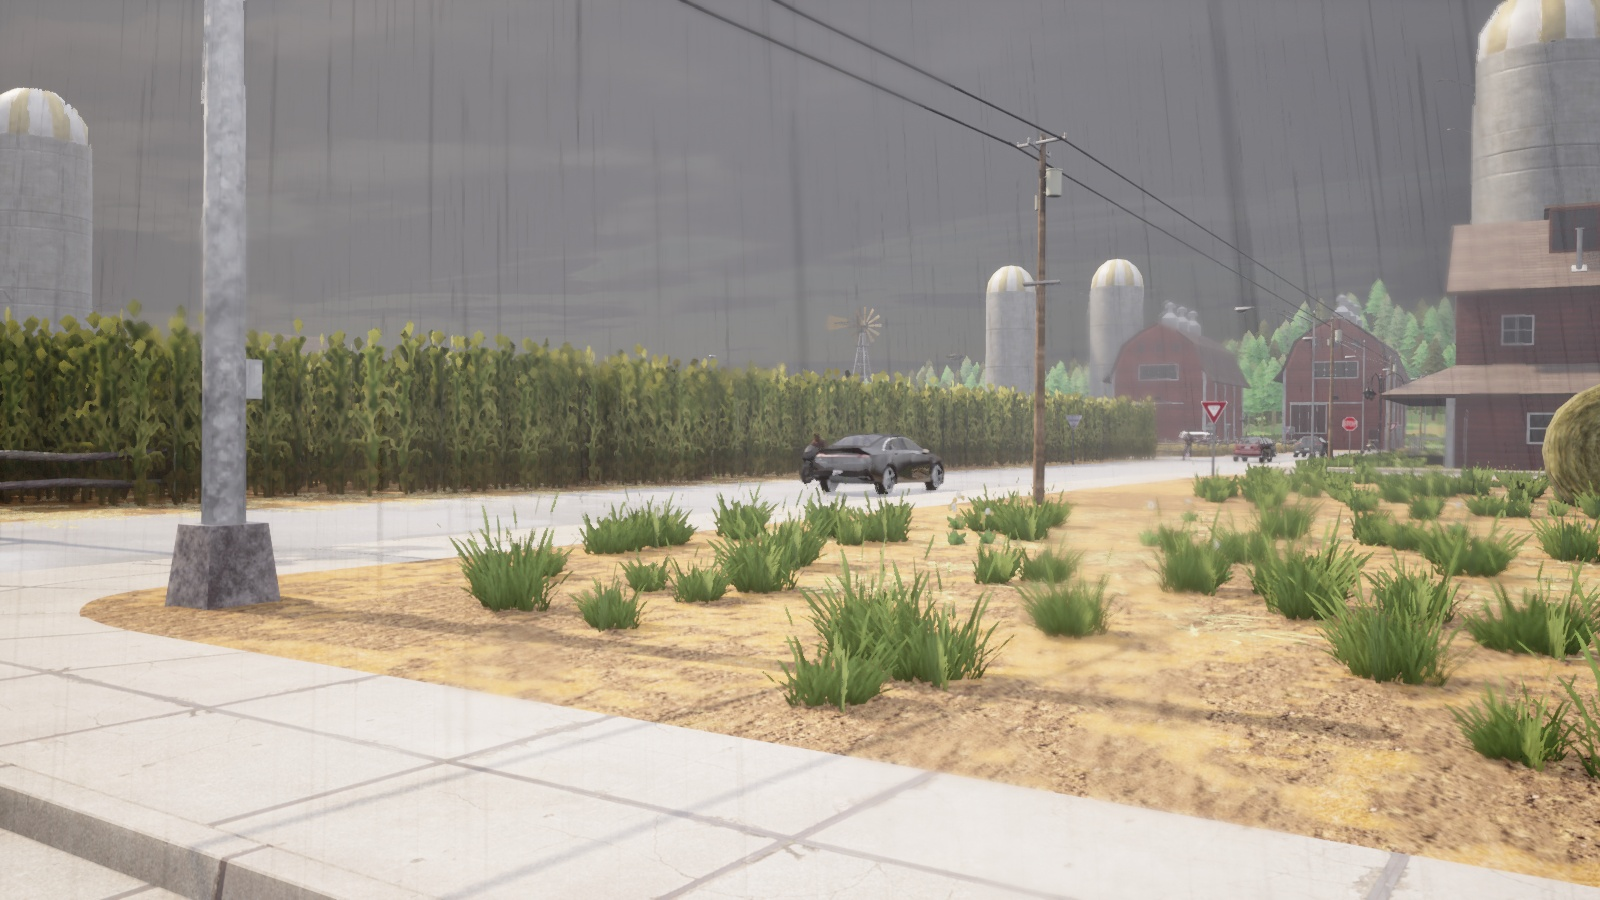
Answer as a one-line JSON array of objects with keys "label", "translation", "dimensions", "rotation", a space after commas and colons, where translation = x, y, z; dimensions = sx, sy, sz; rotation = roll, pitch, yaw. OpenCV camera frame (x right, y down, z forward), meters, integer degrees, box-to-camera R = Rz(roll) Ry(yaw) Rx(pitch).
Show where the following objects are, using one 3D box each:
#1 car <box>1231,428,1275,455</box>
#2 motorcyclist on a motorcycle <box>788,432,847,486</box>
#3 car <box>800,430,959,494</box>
[{"label": "car", "translation": [27.068, -0.525, 74.987], "dimensions": [1.789, 1.549, 3.705], "rotation": [0, 1, 30]}, {"label": "motorcyclist on a motorcycle", "translation": [0.536, 0.240, 36.879], "dimensions": [0.797, 1.523, 2.044], "rotation": [0, 1, 31]}, {"label": "car", "translation": [2.167, 0.256, 32.754], "dimensions": [2.128, 1.511, 4.902], "rotation": [0, 1, 31]}]
